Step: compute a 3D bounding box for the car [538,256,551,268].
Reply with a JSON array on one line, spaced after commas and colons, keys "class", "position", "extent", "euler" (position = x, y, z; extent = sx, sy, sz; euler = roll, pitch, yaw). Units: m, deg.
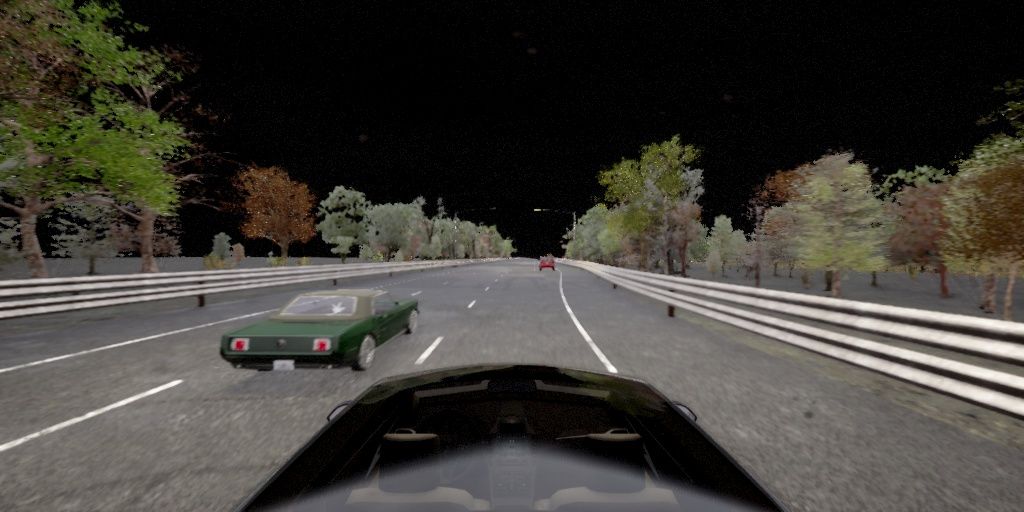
[{"class": "car", "position": [5.806, 1.086, 64.374], "extent": [2.150, 2.045, 5.566], "euler": [0, 0, 4]}]

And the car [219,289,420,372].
[{"class": "car", "position": [-3.378, 1.343, 7.555], "extent": [1.895, 1.301, 4.718], "euler": [0, 0, 0]}]

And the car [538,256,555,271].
[{"class": "car", "position": [4.915, 1.046, 50.350], "extent": [2.150, 2.045, 5.566], "euler": [0, 0, 4]}]
